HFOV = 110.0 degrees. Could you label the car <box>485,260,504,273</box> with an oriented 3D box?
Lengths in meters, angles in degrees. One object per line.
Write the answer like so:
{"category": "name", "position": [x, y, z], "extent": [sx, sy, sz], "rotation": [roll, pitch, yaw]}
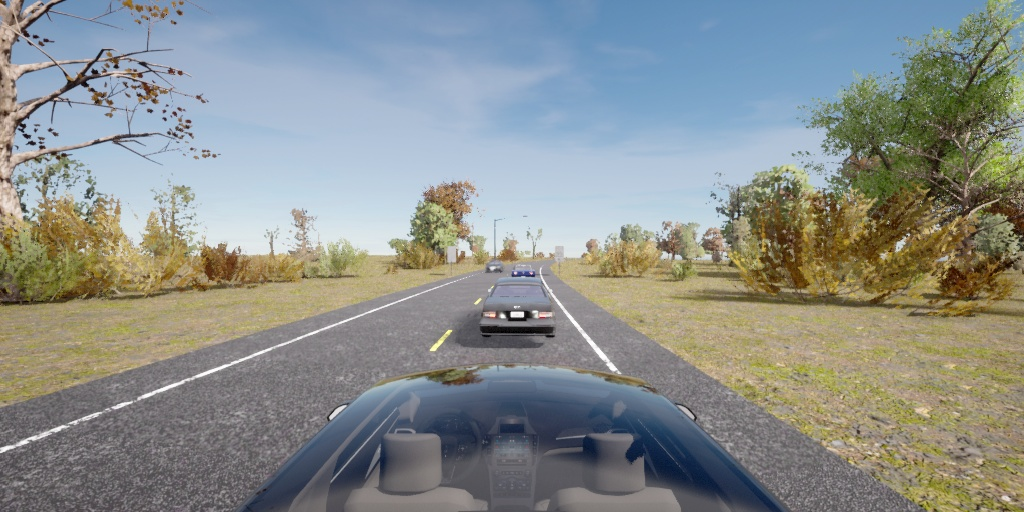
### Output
{"category": "car", "position": [-1.980, 1.244, 42.295], "extent": [2.128, 1.511, 4.902], "rotation": [0, 0, 4]}

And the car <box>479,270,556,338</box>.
{"category": "car", "position": [0.210, 1.299, 10.181], "extent": [2.033, 1.411, 5.357], "rotation": [0, 0, 2]}

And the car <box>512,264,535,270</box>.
{"category": "car", "position": [0.947, 1.353, 29.774], "extent": [1.895, 1.301, 4.718], "rotation": [0, 0, 2]}
